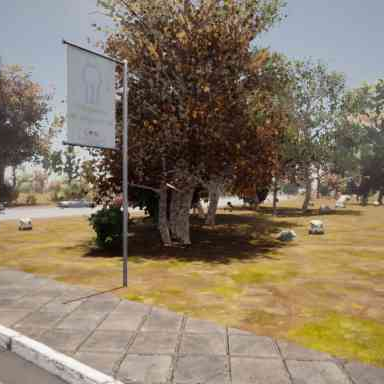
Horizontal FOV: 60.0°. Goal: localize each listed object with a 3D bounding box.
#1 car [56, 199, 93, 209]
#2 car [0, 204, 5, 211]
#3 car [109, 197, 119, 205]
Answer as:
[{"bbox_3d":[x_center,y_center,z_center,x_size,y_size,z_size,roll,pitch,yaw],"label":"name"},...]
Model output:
[{"bbox_3d":[-15.947,1.580,45.167,1.895,1.301,4.718,0,0,38],"label":"car"},{"bbox_3d":[-21.427,1.547,32.634,2.033,1.411,5.357,0,0,39],"label":"car"},{"bbox_3d":[-9.637,1.179,47.586,2.150,2.045,5.566,0,0,37],"label":"car"}]
